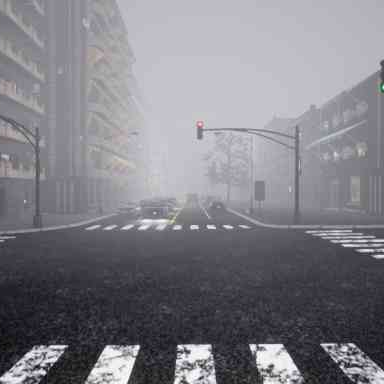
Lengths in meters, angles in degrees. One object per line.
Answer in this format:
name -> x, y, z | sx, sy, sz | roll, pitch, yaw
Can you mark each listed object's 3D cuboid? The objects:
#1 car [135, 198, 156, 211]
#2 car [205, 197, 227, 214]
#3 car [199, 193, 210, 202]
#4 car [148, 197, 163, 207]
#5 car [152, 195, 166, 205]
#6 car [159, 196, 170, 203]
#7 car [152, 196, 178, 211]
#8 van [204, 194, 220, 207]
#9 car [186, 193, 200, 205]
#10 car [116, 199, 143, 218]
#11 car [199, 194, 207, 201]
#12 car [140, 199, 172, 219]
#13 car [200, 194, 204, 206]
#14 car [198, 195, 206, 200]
car -> -5.680, 1.529, 41.218 | 1.887, 1.381, 4.507 | 0, 0, 0
car -> 2.698, 1.553, 35.675 | 1.947, 1.339, 4.313 | 0, 0, 0
car -> 2.708, 1.276, 74.410 | 2.192, 1.841, 5.009 | 0, 0, 0
car -> -5.677, 1.559, 52.286 | 1.802, 1.307, 4.206 | 0, 0, 0
car -> -5.677, 1.414, 57.819 | 1.967, 1.590, 4.097 | 0, 0, 0
car -> -5.672, 1.548, 68.886 | 1.802, 1.307, 4.206 | 0, 0, 0
car -> -3.087, 1.533, 38.659 | 2.033, 1.411, 5.357 | 0, 0, 0
van -> 2.698, 1.325, 41.208 | 1.690, 1.788, 3.998 | 0, 0, 0
car -> 0.116, 1.194, 59.018 | 2.150, 2.045, 5.566 | 0, 0, 0
car -> -5.684, 1.541, 30.151 | 2.008, 1.369, 4.403 | 0, 0, 0
car -> 2.712, 1.391, 85.476 | 1.967, 1.590, 4.097 | 0, 0, 0
car -> -3.100, 1.554, 29.311 | 1.994, 1.385, 4.181 | 0, 0, -1
car -> 2.702, 1.417, 52.276 | 1.967, 1.590, 4.097 | 0, 0, 0
car -> 2.715, 1.490, 91.010 | 1.887, 1.381, 4.507 | 0, 0, 0
